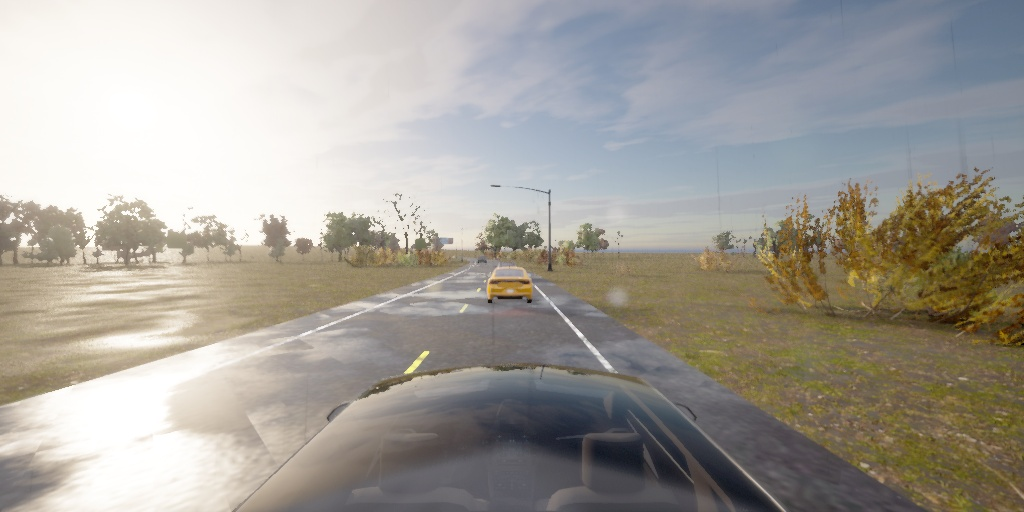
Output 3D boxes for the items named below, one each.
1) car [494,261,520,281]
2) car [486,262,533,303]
[{"bbox_3d":[-0.455,1.232,31.584,2.128,1.511,4.902,0,0,-2],"label":"car"},{"bbox_3d":[-0.115,1.229,16.561,1.882,1.535,5.008,0,0,-1],"label":"car"}]
